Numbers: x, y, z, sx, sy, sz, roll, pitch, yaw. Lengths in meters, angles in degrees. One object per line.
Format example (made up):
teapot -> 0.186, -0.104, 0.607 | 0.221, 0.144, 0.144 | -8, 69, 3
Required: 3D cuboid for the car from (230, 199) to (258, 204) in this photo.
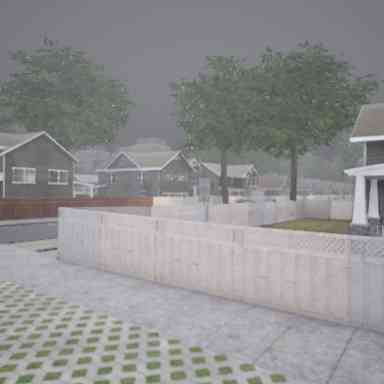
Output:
car -> 6.148, 1.528, 39.803 | 2.033, 1.411, 5.357 | 1, 0, 36
